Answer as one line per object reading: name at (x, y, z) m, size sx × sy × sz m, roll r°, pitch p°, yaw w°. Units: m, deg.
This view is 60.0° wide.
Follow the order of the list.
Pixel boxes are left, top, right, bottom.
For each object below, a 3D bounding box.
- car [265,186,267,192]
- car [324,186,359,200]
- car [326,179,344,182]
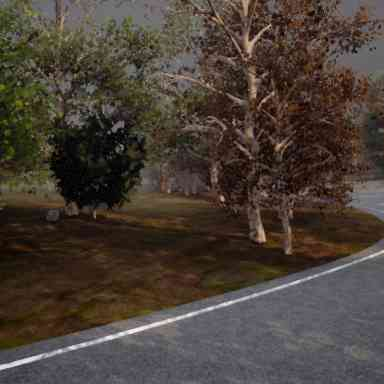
car at (13.267, -0.747, 54.694) m, size 2.033 × 1.411 × 5.357 m, roll -3°, pitch 3°, yaw 23°
car at (14.852, 0.111, 33.985) m, size 1.812 × 1.442 × 4.674 m, roll -4°, pitch 3°, yaw -14°
car at (27.066, -2.175, 64.018) m, size 4.181 × 1.385 × 1.994 m, roll -5°, pitch 3°, yaw -20°
